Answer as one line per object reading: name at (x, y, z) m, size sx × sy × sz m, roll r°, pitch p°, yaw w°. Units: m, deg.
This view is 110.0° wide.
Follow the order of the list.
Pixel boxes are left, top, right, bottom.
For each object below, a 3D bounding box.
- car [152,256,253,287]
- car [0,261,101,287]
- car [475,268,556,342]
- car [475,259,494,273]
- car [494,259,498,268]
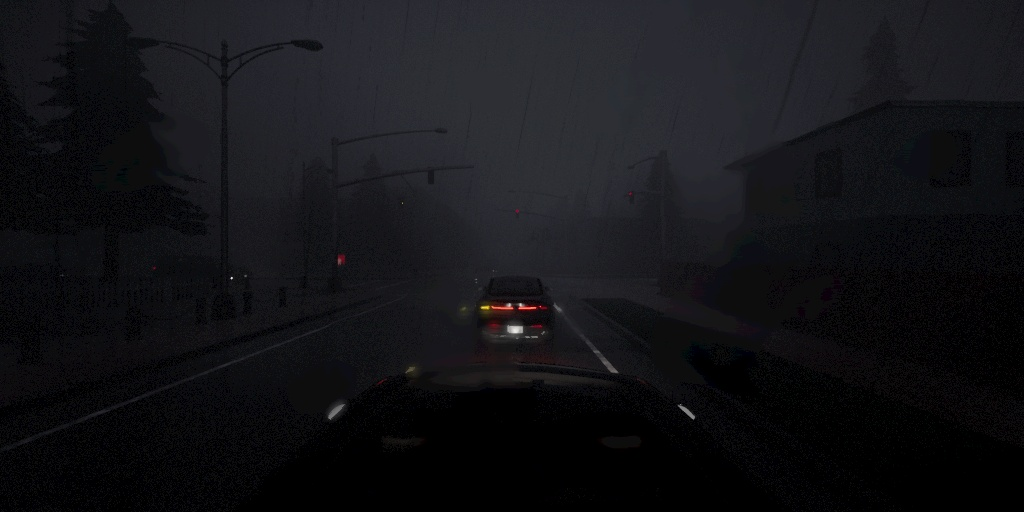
car at (-20.665, 0.987, 24.039) m, size 5.566 × 2.045 × 2.150 m, roll 0°, pitch 0°, yaw -1°
car at (-31.103, 1.257, 23.763) m, size 4.902 × 1.511 × 2.128 m, roll 0°, pitch 0°, yaw -1°
car at (0.092, 1.255, 9.729) m, size 1.837 × 1.490 × 4.892 m, roll 0°, pitch 0°, yaw 0°
car at (-3.495, 1.276, 44.179) m, size 1.812 × 1.442 × 4.674 m, roll 0°, pitch 0°, yaw -1°
car at (-3.460, 1.276, 54.315) m, size 1.812 × 1.442 × 4.674 m, roll 0°, pitch 0°, yaw 0°
